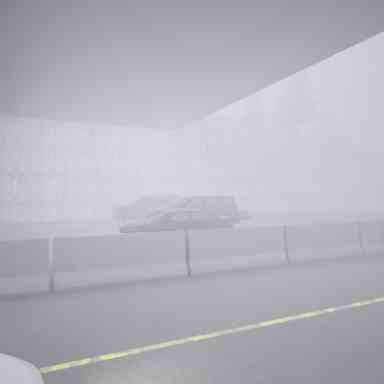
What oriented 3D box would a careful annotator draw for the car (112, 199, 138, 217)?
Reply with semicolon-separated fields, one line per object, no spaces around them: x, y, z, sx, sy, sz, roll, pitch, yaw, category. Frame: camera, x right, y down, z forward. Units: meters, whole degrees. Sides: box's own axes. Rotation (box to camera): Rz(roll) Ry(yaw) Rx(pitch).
-3.143;1.217;24.990;5.566;2.045;2.150;0;0;-25;car

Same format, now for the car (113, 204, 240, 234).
-0.647;1.475;14.555;5.008;1.535;1.882;0;0;-25;car

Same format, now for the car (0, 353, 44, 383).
-3.191;1.525;1.514;4.674;1.442;1.812;0;0;-25;car

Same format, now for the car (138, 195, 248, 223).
0.105;1.218;18.782;5.566;2.045;2.150;0;0;-25;car

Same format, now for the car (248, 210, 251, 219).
1.541;1.543;23.333;5.357;1.411;2.033;0;0;-25;car
